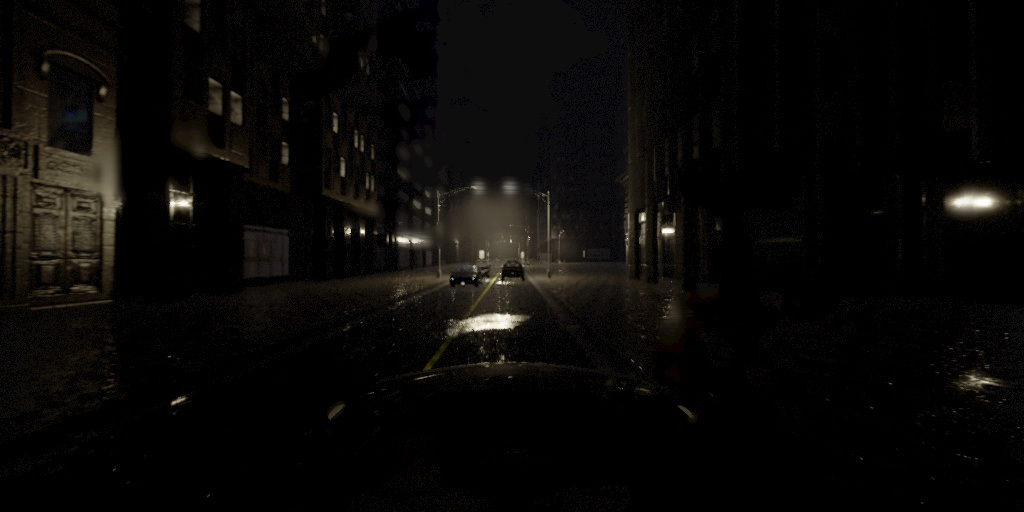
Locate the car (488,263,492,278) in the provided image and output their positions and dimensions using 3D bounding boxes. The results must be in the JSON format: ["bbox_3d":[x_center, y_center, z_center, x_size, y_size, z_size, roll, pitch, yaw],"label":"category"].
[{"bbox_3d":[-3.016,1.246,34.571,1.882,1.535,5.008,0,0,0],"label":"car"}]

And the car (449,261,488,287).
[{"bbox_3d":[-3.020,1.310,24.770,2.033,1.411,5.357,0,0,0],"label":"car"}]

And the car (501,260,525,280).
[{"bbox_3d":[0.073,1.243,31.485,1.882,1.535,5.008,0,0,0],"label":"car"}]
